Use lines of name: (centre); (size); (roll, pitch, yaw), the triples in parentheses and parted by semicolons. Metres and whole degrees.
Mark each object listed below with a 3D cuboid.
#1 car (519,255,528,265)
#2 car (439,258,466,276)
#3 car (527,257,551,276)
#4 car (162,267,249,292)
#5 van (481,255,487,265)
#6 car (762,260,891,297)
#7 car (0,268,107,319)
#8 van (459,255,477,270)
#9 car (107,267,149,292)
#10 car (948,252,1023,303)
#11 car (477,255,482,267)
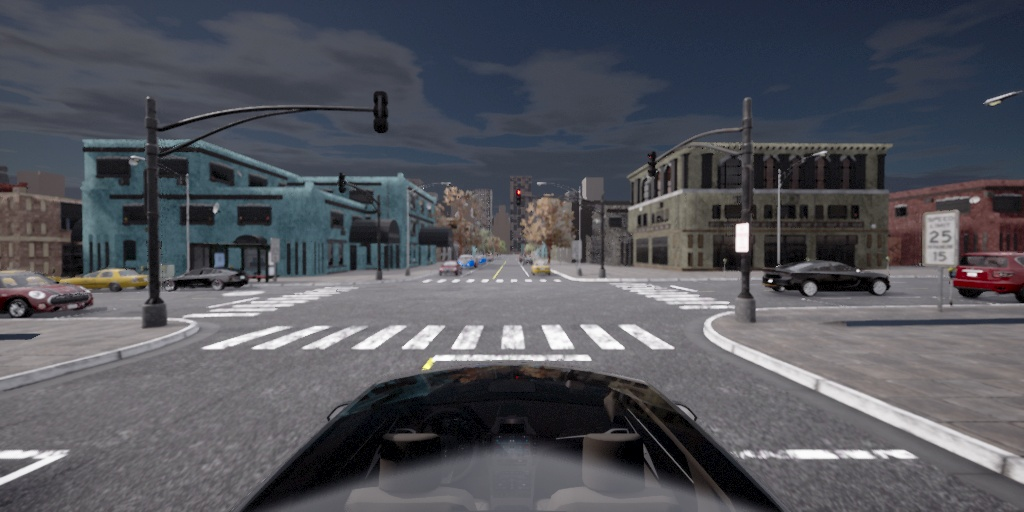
car: (2.684, 0.879, 61.363); (2.007, 1.370, 4.403); (0, 0, 0)
car: (-5.692, 1.107, 33.631); (1.802, 1.307, 4.207); (0, 0, 0)
car: (2.688, 1.050, 33.803); (1.751, 1.417, 4.829); (0, 0, 0)
car: (-18.192, 1.338, 21.444); (4.313, 1.339, 1.948); (0, 0, -1)
van: (-5.697, 0.669, 61.362); (1.690, 1.789, 3.998); (0, 0, 0)
car: (14.204, 0.950, 16.325); (5.008, 1.535, 1.882); (-1, 1, -1)
car: (-18.071, 1.344, 13.098); (4.097, 1.591, 1.967); (0, 0, -1)
van: (-5.694, 0.787, 44.723); (1.690, 1.789, 3.998); (0, 0, 0)
car: (-24.015, 1.366, 21.340); (4.829, 1.417, 1.751); (0, 0, -1)
car: (19.946, 0.760, 13.749); (5.009, 1.841, 2.192); (0, 0, -1)
car: (-5.695, 0.952, 50.270); (1.888, 1.381, 4.507); (0, 0, 0)
